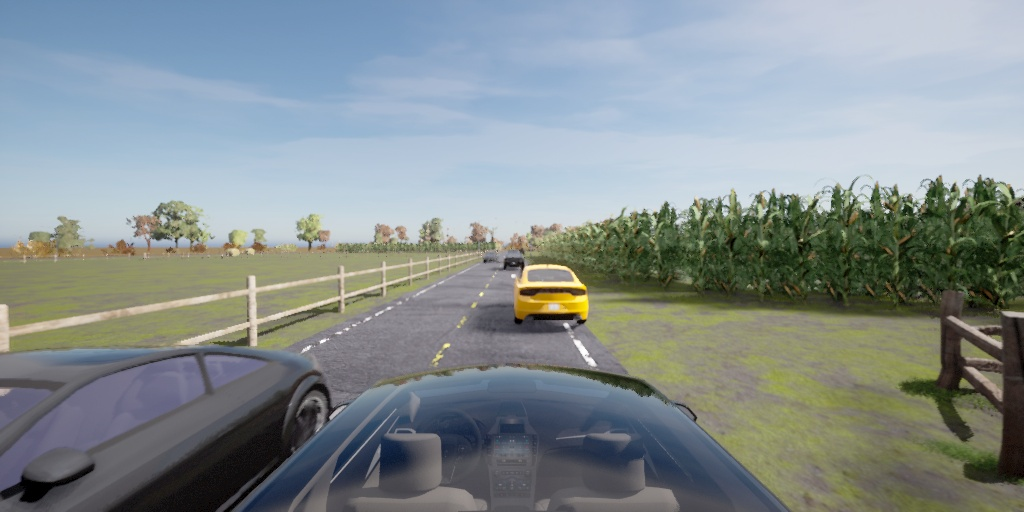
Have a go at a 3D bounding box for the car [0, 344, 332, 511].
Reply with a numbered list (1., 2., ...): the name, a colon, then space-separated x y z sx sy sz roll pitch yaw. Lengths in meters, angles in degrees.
1. car: -2.852 1.307 1.986 1.994 1.385 4.181 0 1 0

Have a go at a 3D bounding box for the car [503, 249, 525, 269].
1. car: 0.189 0.401 34.016 1.882 1.535 5.008 0 2 1

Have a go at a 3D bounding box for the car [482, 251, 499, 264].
1. car: -2.640 0.140 45.331 1.837 1.490 4.892 0 1 0

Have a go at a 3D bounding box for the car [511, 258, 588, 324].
1. car: 1.003 0.990 10.959 1.882 1.535 5.008 0 1 0
